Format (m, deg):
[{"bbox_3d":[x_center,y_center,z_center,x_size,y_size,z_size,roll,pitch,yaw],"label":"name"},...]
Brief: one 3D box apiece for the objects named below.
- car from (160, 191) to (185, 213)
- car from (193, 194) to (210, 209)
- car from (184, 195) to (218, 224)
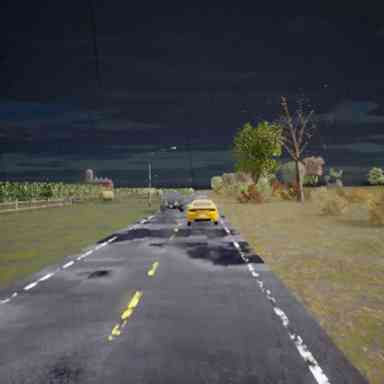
[{"bbox_3d":[-1.851,0.961,33.390,2.150,2.045,5.566,-1,1,2],"label":"car"},{"bbox_3d":[1.147,1.097,39.115,1.882,1.535,5.008,-1,0,2],"label":"car"},{"bbox_3d":[0.704,1.257,22.492,1.882,1.535,5.008,-1,1,2],"label":"car"}]
